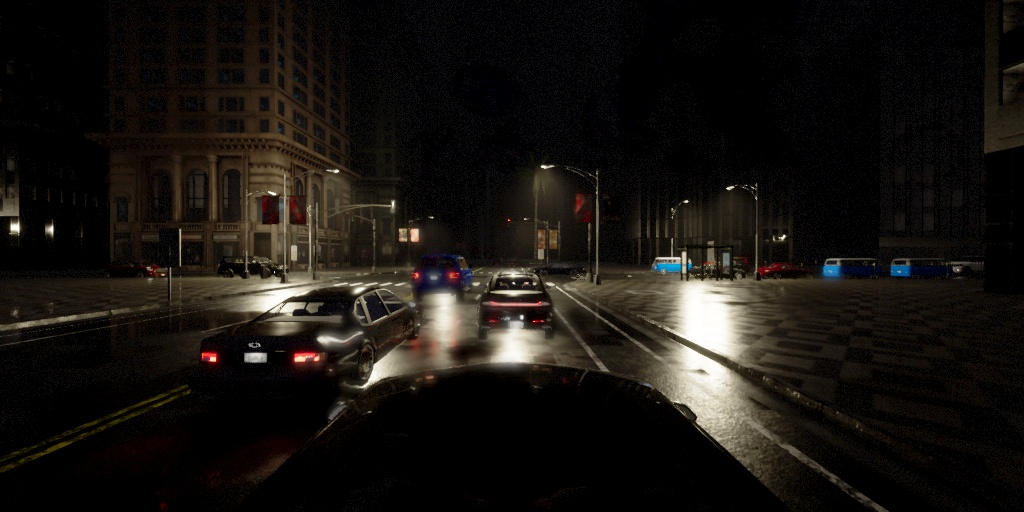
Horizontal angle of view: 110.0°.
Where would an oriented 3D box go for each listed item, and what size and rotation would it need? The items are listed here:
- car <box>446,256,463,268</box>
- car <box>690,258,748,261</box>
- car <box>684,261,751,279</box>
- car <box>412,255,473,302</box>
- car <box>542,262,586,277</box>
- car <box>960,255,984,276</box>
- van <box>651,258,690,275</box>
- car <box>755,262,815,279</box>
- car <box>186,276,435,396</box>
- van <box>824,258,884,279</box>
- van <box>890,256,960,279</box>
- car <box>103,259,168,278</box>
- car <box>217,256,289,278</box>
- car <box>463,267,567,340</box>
[{"bbox_3d":[-9.853,0.975,61.690,2.150,2.045,5.566,0,0,-1],"label":"car"},{"bbox_3d":[20.947,1.220,35.713,4.902,1.511,2.128,0,0,0],"label":"car"},{"bbox_3d":[17.061,1.299,29.850,4.403,1.370,2.007,0,0,0],"label":"car"},{"bbox_3d":[-3.156,0.972,17.166,2.150,2.045,5.566,0,0,0],"label":"car"},{"bbox_3d":[4.407,1.292,34.839,5.357,1.411,2.033,0,0,-11],"label":"car"},{"bbox_3d":[45.752,0.945,35.654,5.566,2.045,2.150,0,0,0],"label":"car"},{"bbox_3d":[17.054,1.065,38.375,3.998,1.789,1.690,0,0,0],"label":"van"},{"bbox_3d":[22.739,1.326,29.854,4.207,1.307,1.802,0,0,0],"label":"car"},{"bbox_3d":[-3.150,1.297,6.925,2.033,1.411,5.357,0,0,0],"label":"car"},{"bbox_3d":[28.416,1.082,29.858,3.998,1.789,1.690,0,0,0],"label":"van"},{"bbox_3d":[34.093,1.080,29.862,3.998,1.789,1.690,0,0,0],"label":"van"},{"bbox_3d":[-33.995,1.138,32.590,4.553,1.767,2.097,0,0,0],"label":"car"},{"bbox_3d":[-23.454,0.996,32.536,5.566,2.045,2.150,0,0,0],"label":"car"},{"bbox_3d":[0.092,1.240,9.994,2.128,1.511,4.902,0,0,0],"label":"car"}]
